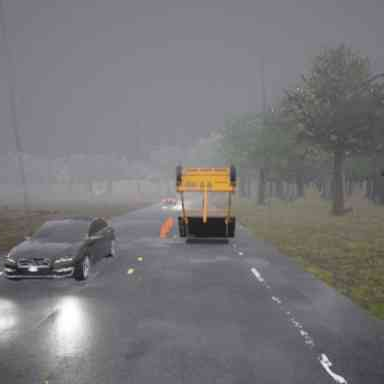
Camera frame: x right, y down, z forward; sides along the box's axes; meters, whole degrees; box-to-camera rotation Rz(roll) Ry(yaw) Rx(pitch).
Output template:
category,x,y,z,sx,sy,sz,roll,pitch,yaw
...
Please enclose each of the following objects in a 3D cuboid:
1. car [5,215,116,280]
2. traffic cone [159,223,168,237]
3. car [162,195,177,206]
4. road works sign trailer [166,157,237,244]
category,x,y,z,sx,sy,sz,roll,pitch,yaw
car,-3.578,1.495,9.933,1.837,1.490,4.892,0,0,0
traffic cone,-1.449,1.938,16.630,0.340,0.580,0.340,0,0,0
car,-3.463,1.276,52.477,2.097,1.767,4.553,0,0,0
road works sign trailer,0.562,0.917,13.076,2.380,3.560,2.880,0,45,4
